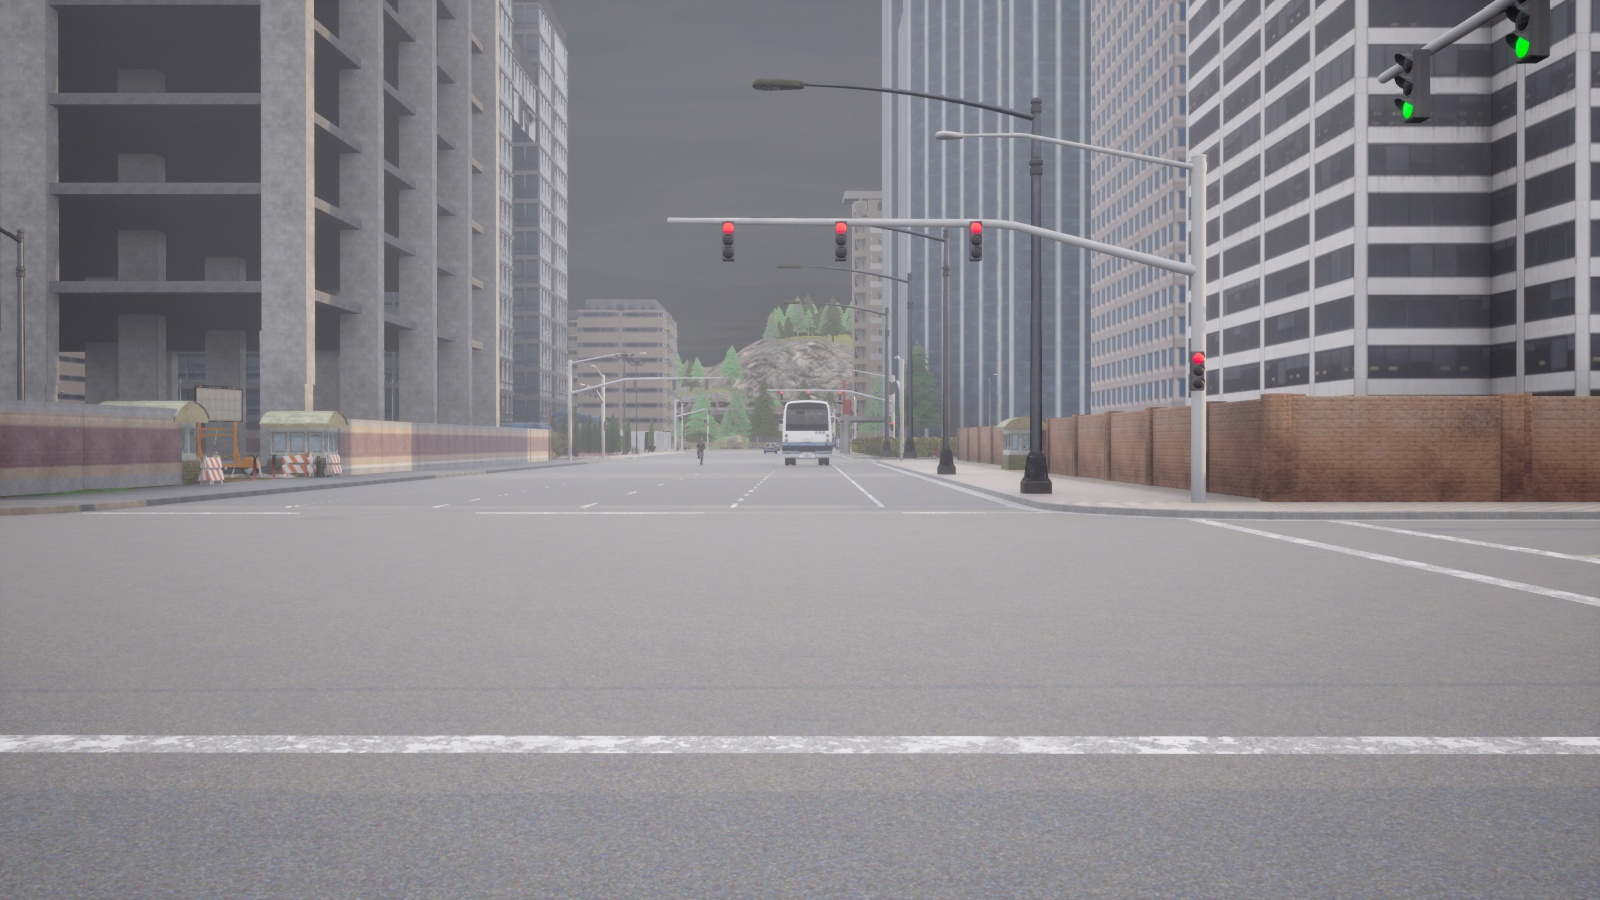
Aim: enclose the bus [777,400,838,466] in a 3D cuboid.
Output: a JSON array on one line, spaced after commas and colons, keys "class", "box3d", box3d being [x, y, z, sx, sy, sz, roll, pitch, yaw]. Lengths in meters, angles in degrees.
[{"class": "bus", "box3d": [0.487, -1.117, 86.421, 3.944, 4.253, 10.273, 0, 0, 0]}]
